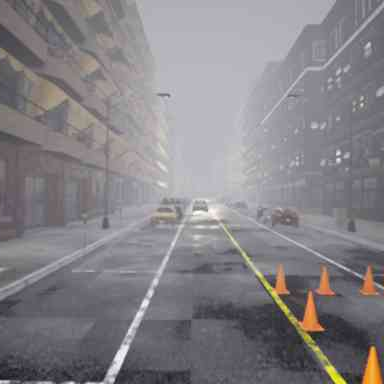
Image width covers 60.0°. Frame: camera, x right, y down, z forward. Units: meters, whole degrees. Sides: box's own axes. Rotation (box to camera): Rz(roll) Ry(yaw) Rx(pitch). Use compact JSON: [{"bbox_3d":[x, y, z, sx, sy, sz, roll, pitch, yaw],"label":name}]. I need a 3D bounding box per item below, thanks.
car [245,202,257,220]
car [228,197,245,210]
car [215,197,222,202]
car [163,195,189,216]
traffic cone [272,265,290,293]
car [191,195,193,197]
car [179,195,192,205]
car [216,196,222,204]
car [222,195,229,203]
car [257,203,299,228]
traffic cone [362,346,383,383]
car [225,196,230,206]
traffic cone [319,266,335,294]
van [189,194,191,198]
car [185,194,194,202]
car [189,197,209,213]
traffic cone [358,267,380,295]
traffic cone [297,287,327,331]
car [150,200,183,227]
[{"bbox_3d":[6.135,1.654,28.547,2.008,1.369,4.403,2,0,1],"label":"car"},{"bbox_3d":[6.409,1.692,45.137,1.887,1.381,4.507,2,0,1],"label":"car"},{"bbox_3d":[7.099,1.921,89.380,1.802,1.307,4.206,2,0,1],"label":"car"},{"bbox_3d":[-1.733,1.341,28.740,2.192,1.841,5.009,2,0,1],"label":"car"},{"bbox_3d":[2.035,1.983,7.622,0.340,0.580,0.340,1,0,1],"label":"traffic cone"},{"bbox_3d":[-1.280,1.425,56.388,2.192,1.841,5.009,2,0,1],"label":"car"},{"bbox_3d":[-1.189,1.446,61.917,2.192,1.841,5.009,2,0,1],"label":"car"},{"bbox_3d":[6.745,1.545,67.259,2.192,1.841,5.009,2,0,1],"label":"car"},{"bbox_3d":[6.601,1.627,56.197,1.967,1.590,4.097,2,0,1],"label":"car"},{"bbox_3d":[6.045,1.636,23.016,1.887,1.381,4.507,2,0,1],"label":"car"},{"bbox_3d":[1.969,1.978,3.622,0.340,0.580,0.340,1,0,1],"label":"traffic cone"},{"bbox_3d":[6.499,1.711,50.666,1.887,1.381,4.507,2,0,1],"label":"car"},{"bbox_3d":[3.034,1.993,7.605,0.340,0.580,0.340,1,0,1],"label":"traffic cone"},{"bbox_3d":[-1.463,1.412,45.329,1.690,1.788,3.998,2,0,1],"label":"van"},{"bbox_3d":[-0.736,1.578,89.566,2.192,1.841,5.009,2,0,1],"label":"car"},{"bbox_3d":[0.966,1.622,38.649,2.033,1.411,5.357,1,0,1],"label":"car"},{"bbox_3d":[4.033,2.002,7.589,0.340,0.580,0.340,1,0,1],"label":"traffic cone"},{"bbox_3d":[2.002,1.980,5.622,0.340,0.580,0.340,1,0,1],"label":"traffic cone"},{"bbox_3d":[-1.835,1.540,23.039,1.752,1.417,4.829,2,0,1],"label":"car"}]
